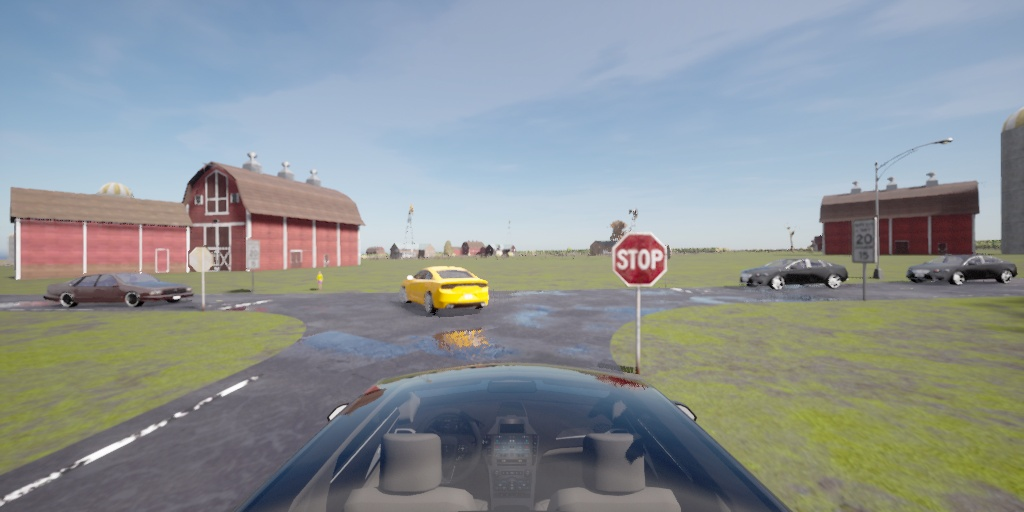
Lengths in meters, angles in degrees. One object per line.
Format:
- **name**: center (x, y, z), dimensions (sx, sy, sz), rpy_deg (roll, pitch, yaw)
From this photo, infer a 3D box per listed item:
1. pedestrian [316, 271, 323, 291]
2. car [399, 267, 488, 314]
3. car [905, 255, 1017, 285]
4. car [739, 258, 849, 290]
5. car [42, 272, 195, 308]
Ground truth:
- **pedestrian**: center (-11.215, 1.454, 20.967), dimensions (0.500, 1.100, 0.500), rpy_deg (0, 1, 4)
- **car**: center (-2.698, 1.146, 13.437), dimensions (1.882, 1.535, 5.008), rpy_deg (1, -1, -32)
- **car**: center (23.522, 0.686, 18.852), dimensions (4.902, 1.511, 2.128), rpy_deg (-1, 0, -7)
- **car**: center (14.055, 0.856, 18.034), dimensions (4.902, 1.511, 2.128), rpy_deg (-1, 0, -4)
- **car**: center (-16.946, 1.423, 15.526), dimensions (5.357, 1.411, 2.033), rpy_deg (-1, 0, 5)
